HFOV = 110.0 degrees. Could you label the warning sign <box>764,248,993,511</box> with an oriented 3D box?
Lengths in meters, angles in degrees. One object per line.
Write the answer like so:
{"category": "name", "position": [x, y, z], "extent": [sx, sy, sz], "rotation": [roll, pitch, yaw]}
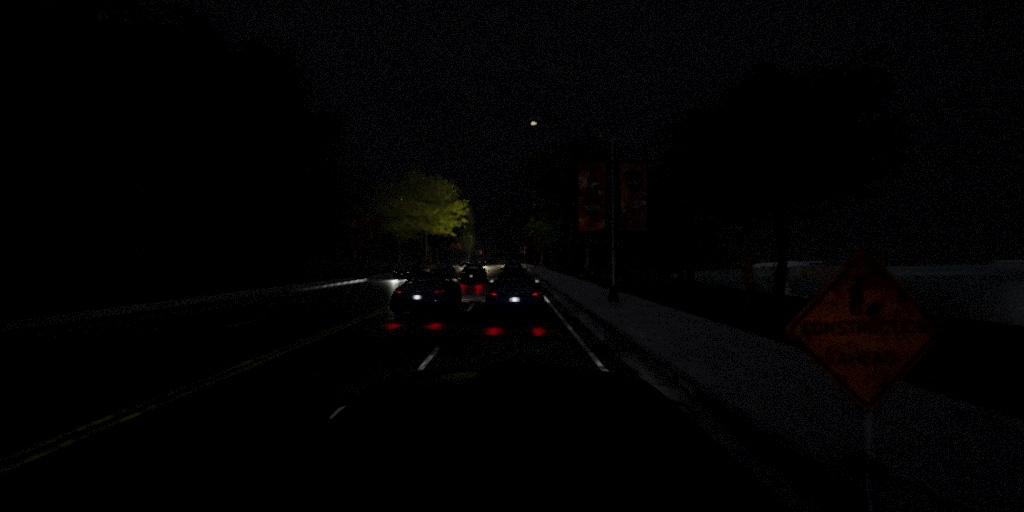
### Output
{"category": "warning sign", "position": [2.850, 0.868, 2.886], "extent": [1.300, 1.860, 1.060], "rotation": [0, 0, 0]}

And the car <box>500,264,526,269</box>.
{"category": "car", "position": [0.093, 1.358, 29.147], "extent": [1.837, 1.490, 4.892], "rotation": [0, 0, 0]}

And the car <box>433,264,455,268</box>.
{"category": "car", "position": [-6.600, 1.425, 34.394], "extent": [2.033, 1.411, 5.357], "rotation": [0, 0, 0]}

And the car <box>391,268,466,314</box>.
{"category": "car", "position": [-3.158, 1.352, 13.954], "extent": [1.994, 1.385, 4.181], "rotation": [0, 0, 0]}

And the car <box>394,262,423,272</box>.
{"category": "car", "position": [-9.847, 1.382, 34.388], "extent": [1.837, 1.490, 4.892], "rotation": [0, 0, 0]}

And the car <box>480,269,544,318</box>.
{"category": "car", "position": [0.090, 1.350, 13.260], "extent": [1.994, 1.385, 4.181], "rotation": [0, 0, 0]}

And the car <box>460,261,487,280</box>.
{"category": "car", "position": [-3.156, 1.383, 30.008], "extent": [1.812, 1.442, 4.674], "rotation": [0, 0, 0]}
